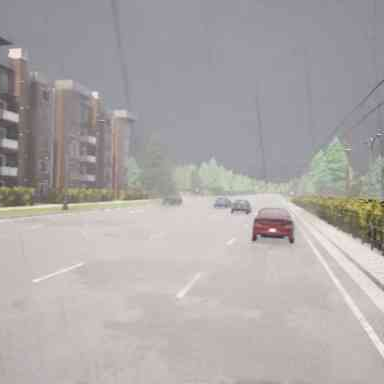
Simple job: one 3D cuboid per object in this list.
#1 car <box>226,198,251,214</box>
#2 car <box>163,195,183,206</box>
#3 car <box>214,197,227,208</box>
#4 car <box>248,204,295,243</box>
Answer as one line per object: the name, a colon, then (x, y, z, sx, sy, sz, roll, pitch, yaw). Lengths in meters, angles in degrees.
car: (5.356, 1.533, 35.853, 2.033, 1.411, 5.357, 2, 0, 14)
car: (-2.676, 1.179, 46.931, 1.837, 1.490, 4.892, 2, 1, 14)
car: (4.271, 1.448, 45.847, 2.033, 1.411, 5.357, 2, 0, 14)
car: (4.132, 1.522, 16.841, 1.882, 1.535, 5.008, 2, 0, 14)
